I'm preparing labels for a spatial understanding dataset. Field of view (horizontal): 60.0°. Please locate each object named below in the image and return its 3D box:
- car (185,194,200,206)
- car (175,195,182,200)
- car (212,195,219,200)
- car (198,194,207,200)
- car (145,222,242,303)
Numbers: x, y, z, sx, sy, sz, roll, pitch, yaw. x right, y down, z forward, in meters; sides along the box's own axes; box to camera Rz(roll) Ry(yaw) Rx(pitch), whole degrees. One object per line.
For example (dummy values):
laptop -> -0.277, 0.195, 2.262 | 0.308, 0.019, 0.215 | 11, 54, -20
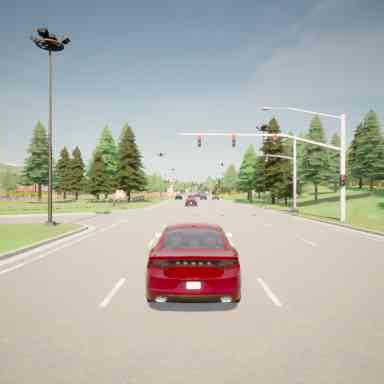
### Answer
car -> -0.151, 1.525, 52.877 | 1.812, 1.442, 4.674 | 0, 0, 0
car -> -3.772, 1.478, 94.313 | 1.882, 1.535, 5.008 | 0, 0, 0
car -> 6.728, 1.525, 94.344 | 2.128, 1.511, 4.902 | 0, 0, 0
car -> 3.228, 1.524, 94.334 | 1.812, 1.442, 4.674 | 0, 0, 0
car -> 0.039, 1.478, 8.275 | 1.882, 1.535, 5.008 | 0, 0, 0
